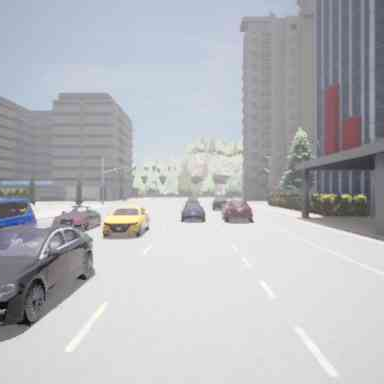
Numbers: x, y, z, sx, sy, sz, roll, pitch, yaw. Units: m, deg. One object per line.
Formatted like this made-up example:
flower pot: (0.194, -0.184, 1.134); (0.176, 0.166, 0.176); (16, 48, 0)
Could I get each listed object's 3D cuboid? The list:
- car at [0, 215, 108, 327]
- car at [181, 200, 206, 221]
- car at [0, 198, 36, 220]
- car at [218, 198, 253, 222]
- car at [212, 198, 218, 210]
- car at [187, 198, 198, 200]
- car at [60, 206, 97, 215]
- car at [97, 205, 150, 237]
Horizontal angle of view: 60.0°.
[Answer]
car: (-3.566, 1.498, 7.165); (2.128, 1.511, 4.902); (0, 0, 0)
car: (0.097, 1.586, 27.328); (1.994, 1.385, 4.181); (0, 0, 0)
car: (-7.041, 1.230, 10.674); (2.150, 2.045, 5.566); (0, 0, 1)
car: (3.521, 1.373, 26.584); (2.097, 1.767, 4.553); (0, 0, 0)
car: (3.562, 1.512, 43.013); (1.882, 1.535, 5.008); (0, 0, 0)
car: (0.062, 1.536, 42.908); (1.837, 1.490, 4.892); (0, -1, 0)
car: (-7.004, 1.580, 20.655); (1.994, 1.385, 4.181); (0, 0, 0)
car: (-3.503, 1.492, 18.454); (1.882, 1.535, 5.008); (0, 0, 0)
